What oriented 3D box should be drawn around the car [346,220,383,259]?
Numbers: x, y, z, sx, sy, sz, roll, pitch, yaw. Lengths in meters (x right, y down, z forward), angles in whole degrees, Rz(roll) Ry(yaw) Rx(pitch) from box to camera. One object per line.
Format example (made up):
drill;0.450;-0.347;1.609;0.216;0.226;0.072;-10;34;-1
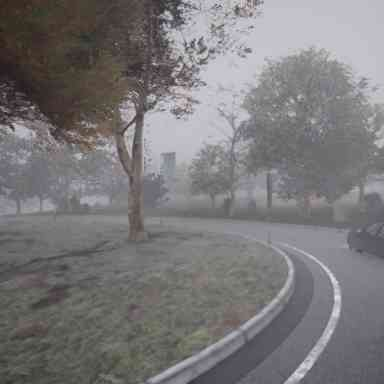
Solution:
car;7.011;1.632;11.194;2.033;1.411;5.357;0;-1;6
